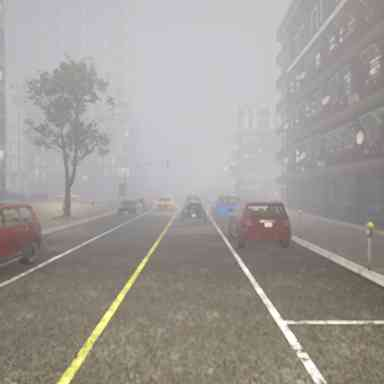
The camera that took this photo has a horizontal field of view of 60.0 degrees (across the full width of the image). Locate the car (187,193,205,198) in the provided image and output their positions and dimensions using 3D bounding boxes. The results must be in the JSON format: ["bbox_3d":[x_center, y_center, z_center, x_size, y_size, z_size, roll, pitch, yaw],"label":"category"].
[{"bbox_3d":[0.107,1.114,39.515,2.097,1.767,4.553,0,0,0],"label":"car"}]

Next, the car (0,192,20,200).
[{"bbox_3d":[-33.061,0.627,58.928,4.206,1.307,1.802,1,-1,-1],"label":"car"}]

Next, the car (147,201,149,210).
[{"bbox_3d":[-5.671,1.349,36.020,1.947,1.339,4.313,0,0,0],"label":"car"}]

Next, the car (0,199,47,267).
[{"bbox_3d":[-5.687,1.262,8.569,2.192,1.841,5.009,0,0,0],"label":"car"}]

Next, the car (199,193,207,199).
[{"bbox_3d":[2.738,1.044,85.627,1.887,1.381,4.507,0,0,0],"label":"car"}]

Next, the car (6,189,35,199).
[{"bbox_3d":[-27.339,0.540,50.612,5.009,1.841,2.192,1,-1,-1],"label":"car"}]

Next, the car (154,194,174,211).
[{"bbox_3d":[-2.989,1.257,36.525,1.882,1.535,5.008,0,0,0],"label":"car"}]

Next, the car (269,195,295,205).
[{"bbox_3d":[16.063,1.404,59.461,4.097,1.590,1.967,1,-1,-1],"label":"car"}]

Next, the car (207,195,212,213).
[{"bbox_3d":[2.706,1.253,30.769,1.967,1.590,4.097,0,0,0],"label":"car"}]

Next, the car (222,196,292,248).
[{"bbox_3d":[2.696,1.228,14.116,2.192,1.841,5.009,0,0,0],"label":"car"}]

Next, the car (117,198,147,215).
[{"bbox_3d":[-5.674,1.380,30.774,1.947,1.339,4.313,0,0,0],"label":"car"}]

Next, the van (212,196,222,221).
[{"bbox_3d":[2.703,1.187,25.218,1.690,1.788,3.998,0,0,0],"label":"van"}]

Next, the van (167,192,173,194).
[{"bbox_3d":[-5.643,0.841,85.630,1.690,1.788,3.998,0,0,0],"label":"van"}]

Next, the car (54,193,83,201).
[{"bbox_3d":[-21.996,0.776,59.136,4.829,1.417,1.752,1,-1,-1],"label":"car"}]

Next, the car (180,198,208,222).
[{"bbox_3d":[0.109,1.378,24.306,1.812,1.442,4.674,0,0,0],"label":"car"}]

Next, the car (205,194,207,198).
[{"bbox_3d":[2.733,1.121,75.660,1.947,1.339,4.313,0,0,0],"label":"car"}]

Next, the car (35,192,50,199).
[{"bbox_3d":[-27.442,0.716,58.989,4.313,1.339,1.947,1,-1,-1],"label":"car"}]
